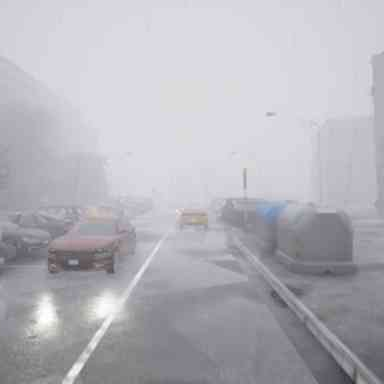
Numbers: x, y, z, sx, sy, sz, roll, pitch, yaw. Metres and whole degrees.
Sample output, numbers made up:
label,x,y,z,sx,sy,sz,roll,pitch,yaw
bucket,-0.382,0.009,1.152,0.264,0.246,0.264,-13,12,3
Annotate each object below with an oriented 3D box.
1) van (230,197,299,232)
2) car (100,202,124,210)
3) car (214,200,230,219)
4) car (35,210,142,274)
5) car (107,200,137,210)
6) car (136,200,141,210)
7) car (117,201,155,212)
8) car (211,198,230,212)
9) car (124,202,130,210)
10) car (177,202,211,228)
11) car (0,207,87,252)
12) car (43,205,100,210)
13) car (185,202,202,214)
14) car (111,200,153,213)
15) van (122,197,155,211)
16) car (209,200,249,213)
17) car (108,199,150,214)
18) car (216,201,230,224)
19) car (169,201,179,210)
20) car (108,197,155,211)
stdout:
label,x,y,z,sx,sy,sz,roll,pitch,yaw
van,4.826,1.436,20.705,4.442,1.987,1.878,0,-1,0
car,-7.803,1.681,23.235,5.366,1.575,1.946,0,0,0
car,4.721,1.798,31.743,4.674,1.452,2.002,0,-1,0
car,-3.084,1.576,11.158,1.882,1.535,5.008,0,0,0
car,-7.795,1.730,28.822,5.366,1.575,1.946,0,0,0
car,-7.635,1.787,31.615,4.792,1.488,2.163,0,-1,0
car,-7.616,1.933,45.562,4.792,1.488,2.163,0,-1,0
car,4.917,1.804,37.324,5.366,1.575,1.946,0,-1,0
car,-7.642,1.738,26.027,4.792,1.488,2.163,0,-1,0
car,0.134,1.688,23.935,1.882,1.535,5.008,0,0,0
car,-7.623,1.612,14.854,4.892,1.521,2.231,0,-1,0
car,-7.593,1.510,17.647,4.553,1.767,2.185,0,0,0
car,0.158,1.926,41.117,1.994,1.385,4.181,0,-1,0
car,-7.590,1.858,42.730,5.008,1.535,2.097,0,0,0
van,-7.700,1.745,48.353,4.442,1.987,1.878,0,-1,0
car,4.745,1.862,43.032,5.008,1.535,2.097,0,-1,0
car,-7.569,1.836,37.202,4.792,1.488,2.163,0,-1,0
car,4.718,1.775,29.076,4.674,1.452,2.002,0,0,0
car,-2.921,2.306,56.456,2.128,1.511,4.902,0,-3,0
car,-7.566,1.579,39.998,5.566,2.045,2.435,0,-1,0
